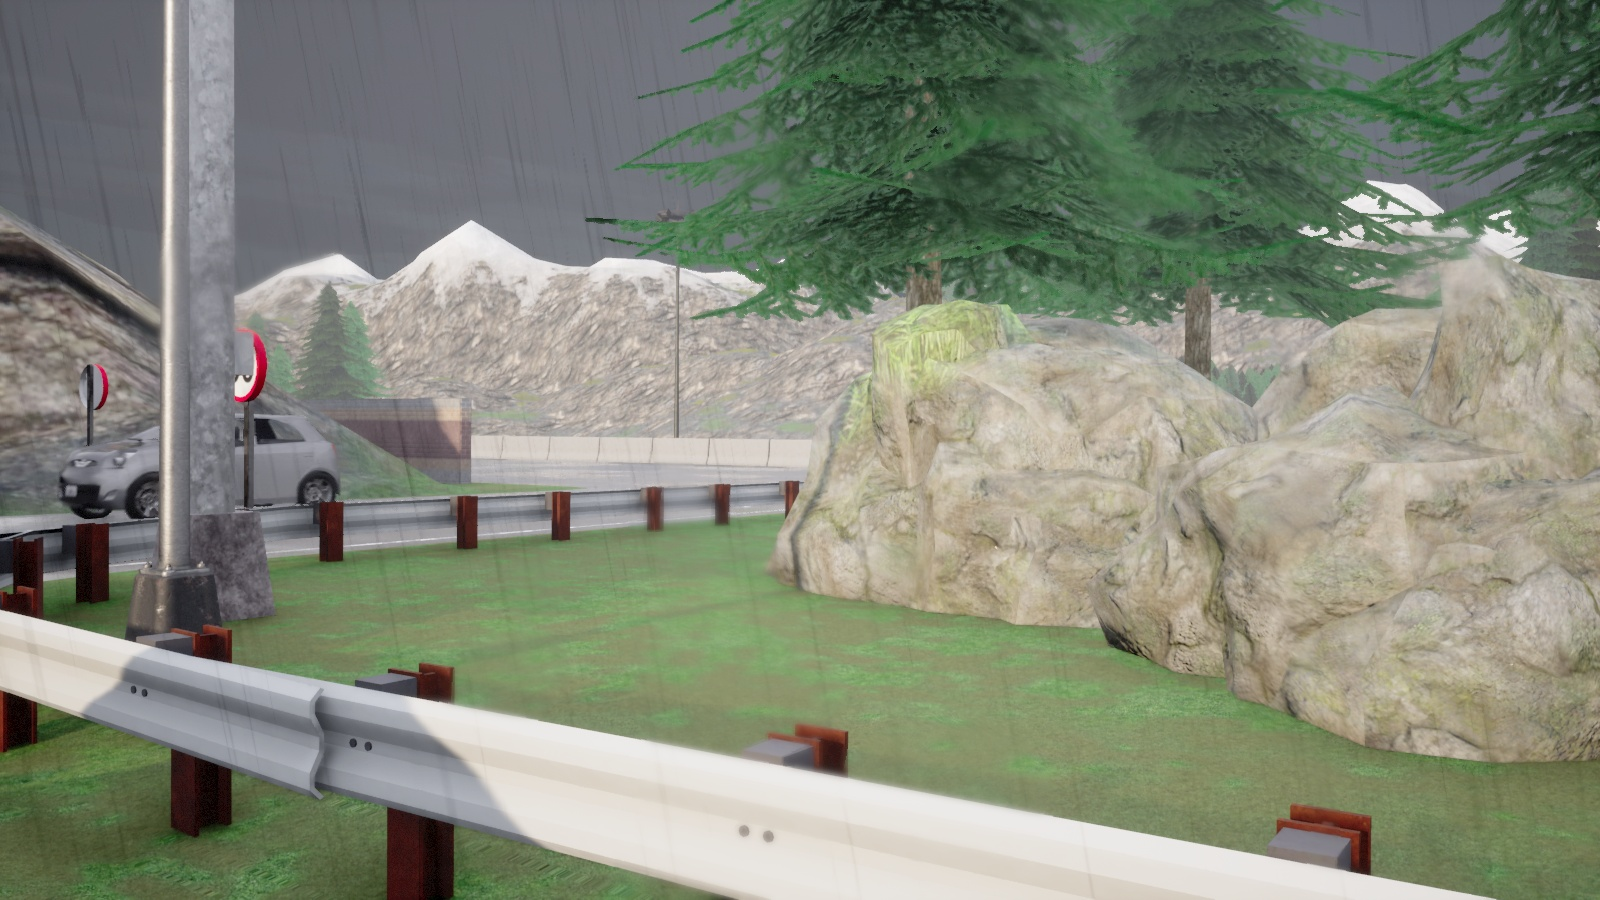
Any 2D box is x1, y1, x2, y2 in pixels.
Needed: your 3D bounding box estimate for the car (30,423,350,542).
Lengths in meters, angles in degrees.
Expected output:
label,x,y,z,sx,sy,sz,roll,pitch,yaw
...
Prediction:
label,x,y,z,sx,sy,sz,roll,pitch,yaw
car,-8.542,0.388,17.848,1.845,1.501,3.633,0,1,33
